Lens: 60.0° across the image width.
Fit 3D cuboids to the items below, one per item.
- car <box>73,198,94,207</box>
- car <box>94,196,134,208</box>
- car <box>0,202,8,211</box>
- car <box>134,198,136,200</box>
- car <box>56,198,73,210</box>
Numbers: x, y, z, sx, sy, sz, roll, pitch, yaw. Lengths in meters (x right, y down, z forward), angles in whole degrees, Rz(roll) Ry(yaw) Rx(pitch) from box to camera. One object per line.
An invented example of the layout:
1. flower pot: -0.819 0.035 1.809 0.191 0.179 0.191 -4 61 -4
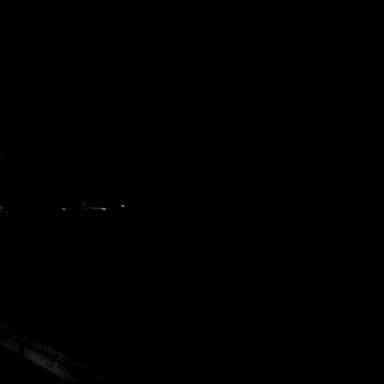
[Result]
1. car: -16.404 1.511 47.878 2.033 1.411 5.357 0 0 39
2. car: -11.300 1.438 48.632 1.837 1.490 4.892 0 1 39
3. car: -22.204 1.562 40.674 1.994 1.385 4.181 0 0 38
4. car: -10.145 1.425 55.654 1.994 1.385 4.181 0 1 38
5. car: -17.839 1.542 40.508 2.033 1.411 5.357 0 0 39
